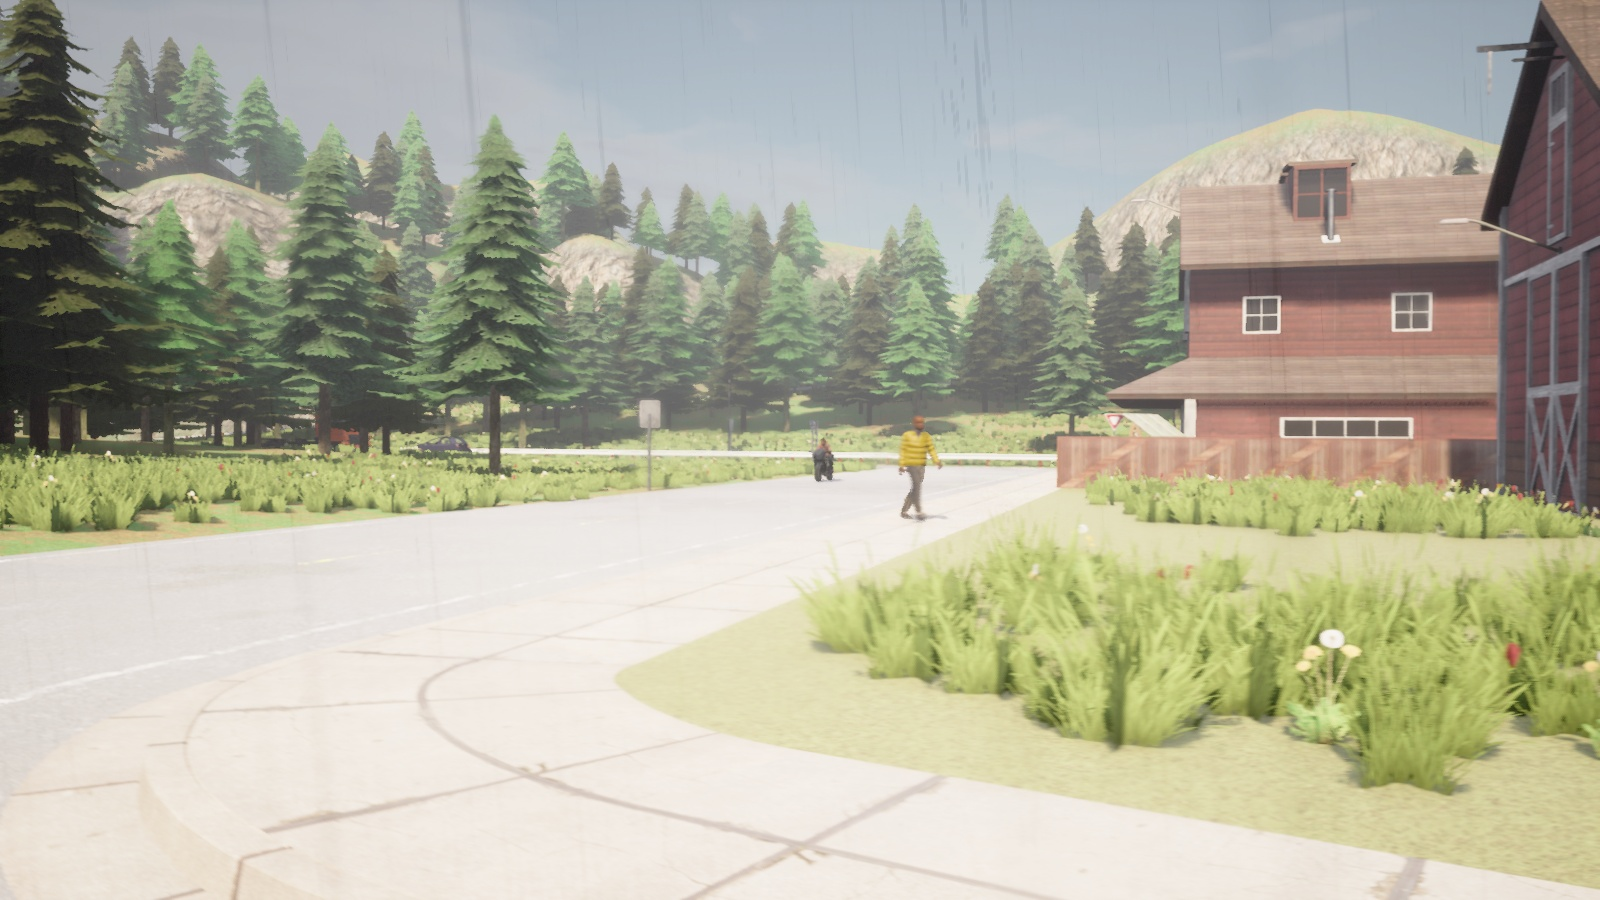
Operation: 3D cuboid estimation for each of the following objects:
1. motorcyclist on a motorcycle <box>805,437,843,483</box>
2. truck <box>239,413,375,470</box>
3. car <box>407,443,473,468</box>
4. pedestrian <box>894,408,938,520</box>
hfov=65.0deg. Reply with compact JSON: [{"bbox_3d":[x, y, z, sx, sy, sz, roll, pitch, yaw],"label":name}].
[{"bbox_3d":[0.840,0.330,43.340,0.797,1.523,2.044,0,1,17],"label":"motorcyclist on a motorcycle"},{"bbox_3d":[-31.408,-0.536,80.011,7.936,3.462,2.891,0,1,17],"label":"truck"},{"bbox_3d":[-23.286,0.356,81.229,3.633,1.501,1.845,-1,1,17],"label":"car"},{"bbox_3d":[1.947,0.231,21.066,0.370,1.835,0.726,-1,1,-29],"label":"pedestrian"}]
